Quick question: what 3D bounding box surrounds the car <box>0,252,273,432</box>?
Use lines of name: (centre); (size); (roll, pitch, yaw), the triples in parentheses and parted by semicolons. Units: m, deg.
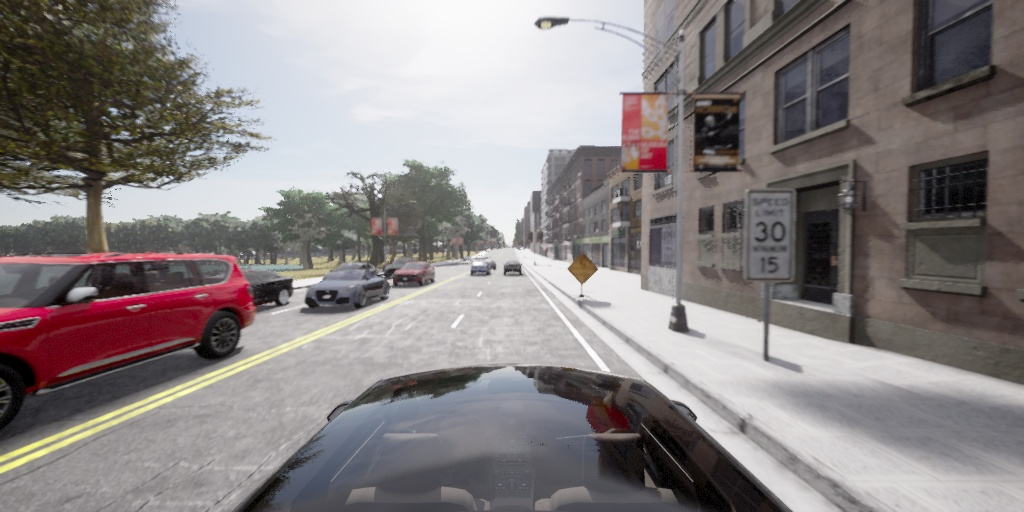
car: (-6.603, 0.957, 5.412); (2.150, 2.045, 5.566); (0, 0, 0)

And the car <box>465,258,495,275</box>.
car: (-3.171, 1.159, 36.557); (2.033, 1.411, 5.357); (0, 0, 0)

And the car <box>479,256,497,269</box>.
car: (-3.185, 1.103, 49.410); (1.994, 1.385, 4.181); (0, 0, 0)

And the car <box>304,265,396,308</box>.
car: (-6.603, 1.261, 14.803); (1.994, 1.385, 4.181); (0, 0, 1)

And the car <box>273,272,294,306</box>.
car: (-9.855, 1.185, 12.619); (1.882, 1.535, 5.008); (0, 0, 0)

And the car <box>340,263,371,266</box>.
car: (-9.859, 1.177, 22.298); (1.837, 1.490, 4.892); (0, 0, 0)

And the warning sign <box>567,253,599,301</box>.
warning sign: (2.842, 0.807, 14.658); (1.300, 1.860, 1.060); (0, 0, 0)

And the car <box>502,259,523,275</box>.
car: (0.077, 1.116, 36.535); (1.837, 1.490, 4.892); (0, 1, 0)

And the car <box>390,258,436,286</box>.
car: (-6.604, 1.140, 24.708); (1.882, 1.535, 5.008); (0, 0, 0)
